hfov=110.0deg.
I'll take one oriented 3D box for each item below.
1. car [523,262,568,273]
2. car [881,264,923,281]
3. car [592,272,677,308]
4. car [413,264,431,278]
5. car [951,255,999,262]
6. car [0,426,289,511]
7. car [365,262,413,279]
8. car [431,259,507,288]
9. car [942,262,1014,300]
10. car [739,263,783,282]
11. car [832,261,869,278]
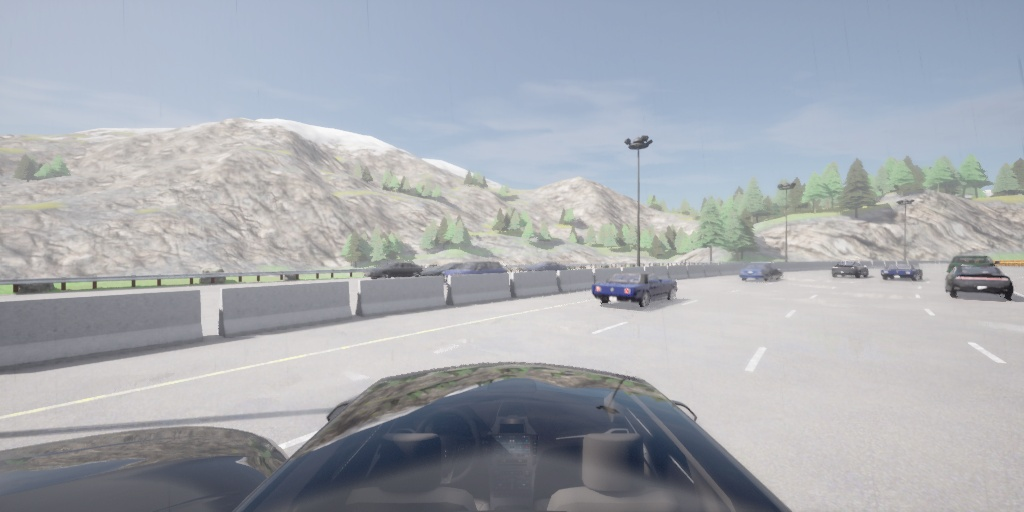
[{"bbox_3d":[3.635,1.297,38.239,5.357,1.411,2.033,0,0,-42],"label":"car"},{"bbox_3d":[32.315,1.351,29.658,4.718,1.301,1.895,0,0,-35],"label":"car"},{"bbox_3d":[5.414,1.350,15.391,1.895,1.301,4.718,0,0,43],"label":"car"},{"bbox_3d":[-4.202,1.227,25.765,1.882,1.535,5.008,0,0,44],"label":"car"},{"bbox_3d":[36.590,0.972,28.446,5.566,2.045,2.150,0,0,-33],"label":"car"},{"bbox_3d":[-2.981,1.255,0.466,4.892,1.490,1.837,0,0,-45],"label":"car"},{"bbox_3d":[-9.751,1.255,30.070,1.837,1.490,4.892,0,0,43],"label":"car"},{"bbox_3d":[-2.387,1.102,22.577,2.097,1.767,4.553,0,0,43],"label":"car"},{"bbox_3d":[23.152,1.241,17.892,4.902,1.511,2.128,0,0,-41],"label":"car"},{"bbox_3d":[20.423,1.298,29.369,5.357,1.411,2.033,0,0,-39],"label":"car"},{"bbox_3d":[31.383,1.241,33.268,4.902,1.511,2.128,0,0,-35],"label":"car"}]
